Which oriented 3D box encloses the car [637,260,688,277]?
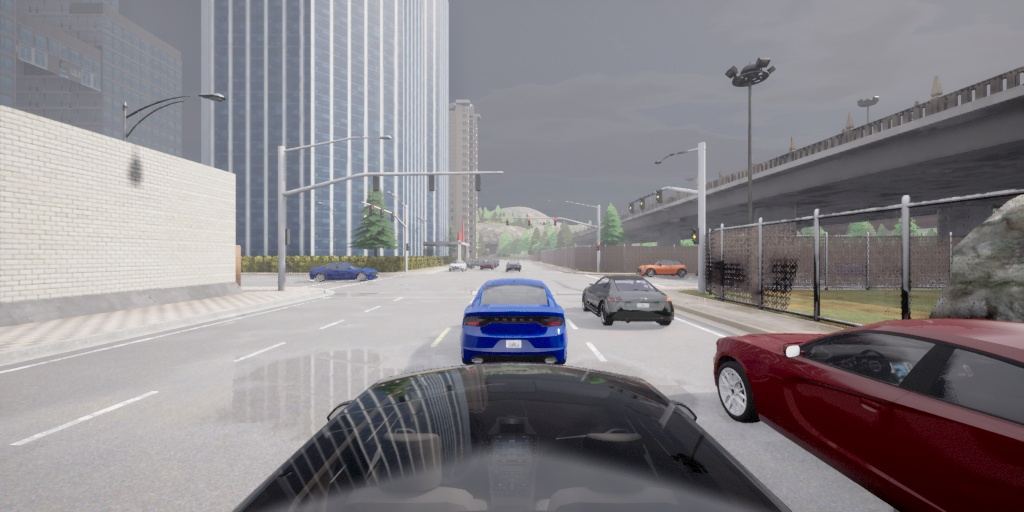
[{"bbox_3d":[14.757,1.157,35.515,4.553,1.767,2.097,0,0,0],"label":"car"}]

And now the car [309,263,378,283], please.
[{"bbox_3d":[-13.288,1.281,28.470,5.008,1.535,1.882,0,0,-3],"label":"car"}]

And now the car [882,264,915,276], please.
[{"bbox_3d":[36.824,1.406,35.553,4.718,1.301,1.895,0,0,0],"label":"car"}]

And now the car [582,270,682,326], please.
[{"bbox_3d":[3.574,1.314,11.751,1.994,1.385,4.181,0,0,0],"label":"car"}]

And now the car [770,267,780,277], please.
[{"bbox_3d":[23.738,1.406,35.533,4.718,1.301,1.895,0,0,0],"label":"car"}]

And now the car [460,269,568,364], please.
[{"bbox_3d":[0.053,1.228,8.090,1.882,1.535,5.008,0,0,1],"label":"car"}]

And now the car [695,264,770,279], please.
[{"bbox_3d":[19.395,1.353,32.025,5.357,1.411,2.033,0,0,0],"label":"car"}]

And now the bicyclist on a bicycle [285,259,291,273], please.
[{"bbox_3d":[-25.301,1.106,40.213,0.582,1.620,1.656,0,0,0],"label":"bicyclist on a bicycle"}]

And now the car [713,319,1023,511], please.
[{"bbox_3d":[3.601,1.228,2.757,1.882,1.535,5.008,0,0,0],"label":"car"}]

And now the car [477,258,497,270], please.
[{"bbox_3d":[-3.586,1.351,51.935,1.895,1.301,4.718,0,0,0],"label":"car"}]

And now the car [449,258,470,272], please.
[{"bbox_3d":[-7.092,1.276,47.311,1.812,1.442,4.674,0,0,0],"label":"car"}]

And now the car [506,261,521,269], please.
[{"bbox_3d":[0.173,1.350,47.364,1.895,1.301,4.718,0,0,-1],"label":"car"}]

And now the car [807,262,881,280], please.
[{"bbox_3d":[29.279,1.283,32.042,5.008,1.535,1.882,0,0,0],"label":"car"}]

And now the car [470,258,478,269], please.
[{"bbox_3d":[-7.086,1.102,56.176,2.097,1.767,4.553,0,0,0],"label":"car"}]

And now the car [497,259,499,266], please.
[{"bbox_3d":[-3.574,1.351,61.099,1.895,1.301,4.718,0,0,0],"label":"car"}]
